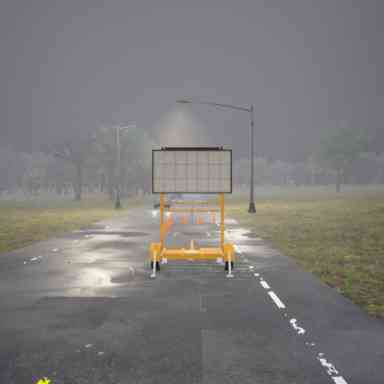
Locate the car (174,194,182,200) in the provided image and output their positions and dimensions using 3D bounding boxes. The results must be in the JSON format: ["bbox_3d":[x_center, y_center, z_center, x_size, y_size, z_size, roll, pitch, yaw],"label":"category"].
[{"bbox_3d":[-3.462,0.702,75.972,2.150,2.045,5.566,0,1,0],"label":"car"}]

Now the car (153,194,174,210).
[{"bbox_3d":[-3.581,1.298,40.606,1.882,1.535,5.008,0,0,0],"label":"car"}]

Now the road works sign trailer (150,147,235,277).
[{"bbox_3d":[0.004,0.445,10.169,2.380,3.560,2.880,0,0,0],"label":"road works sign trailer"}]
